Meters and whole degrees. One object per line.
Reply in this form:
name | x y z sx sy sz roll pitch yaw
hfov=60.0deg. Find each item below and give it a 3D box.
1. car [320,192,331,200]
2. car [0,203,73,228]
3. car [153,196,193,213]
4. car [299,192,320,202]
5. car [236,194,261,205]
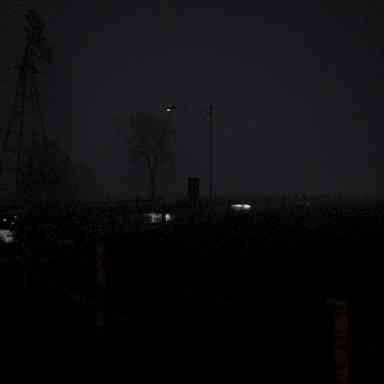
car | 24.757 0.710 62.544 1.994 1.385 4.181 1 1 36
car | -9.394 1.356 20.247 1.994 1.385 4.181 1 1 31
car | -1.702 1.129 31.617 1.812 1.442 4.674 1 1 35
car | 18.959 0.800 54.360 1.812 1.442 4.674 1 2 35
car | 7.633 0.954 44.763 1.994 1.385 4.181 1 2 35
